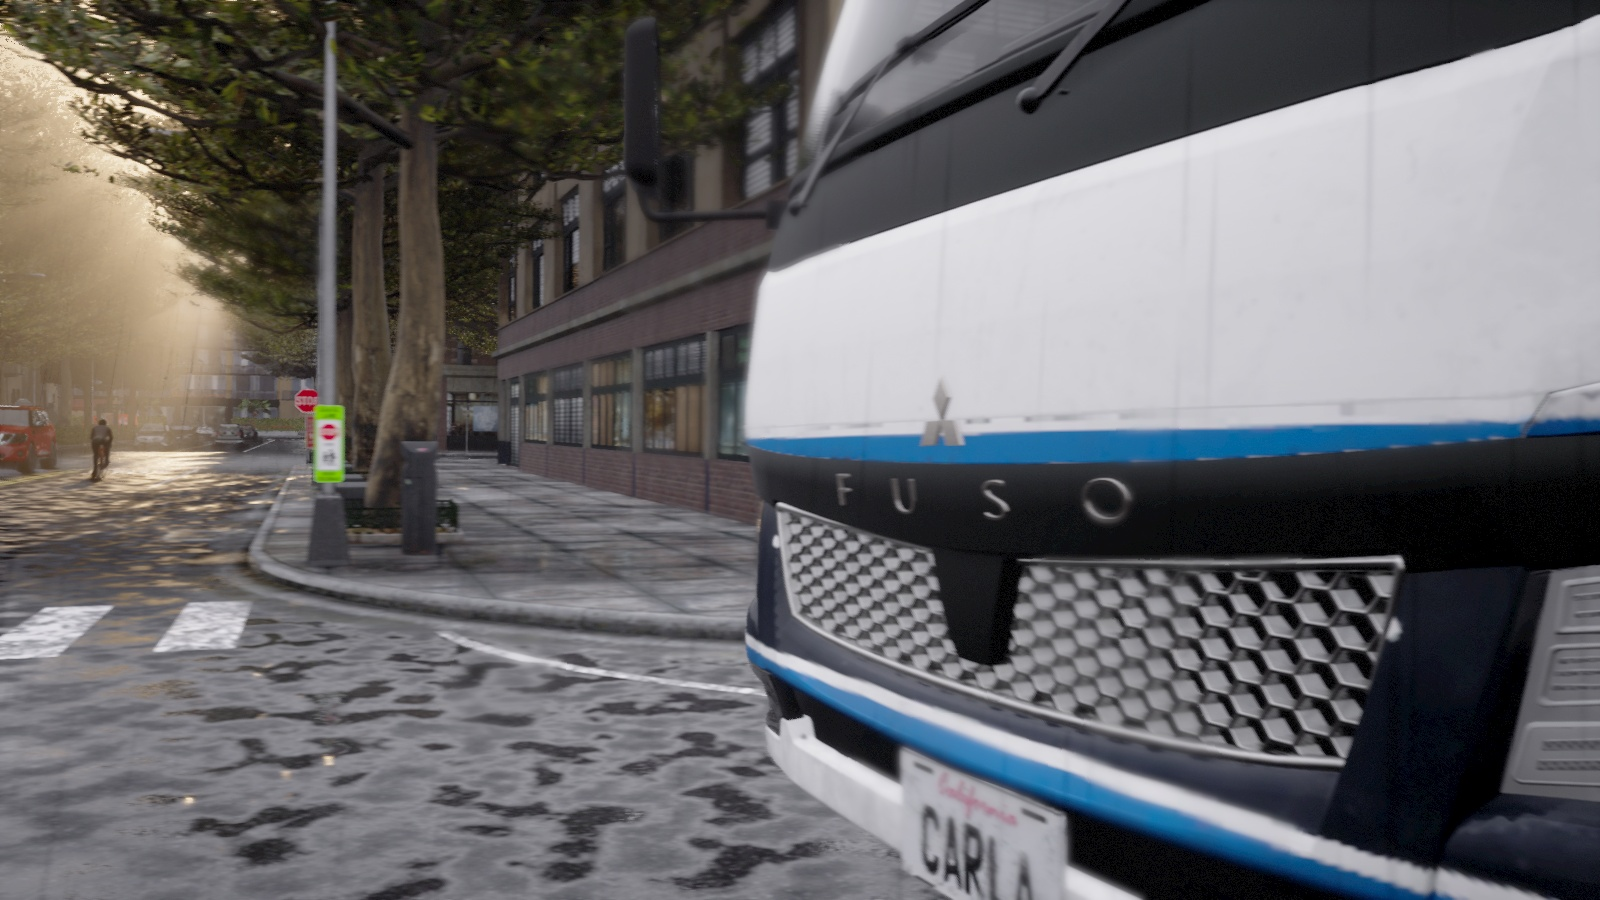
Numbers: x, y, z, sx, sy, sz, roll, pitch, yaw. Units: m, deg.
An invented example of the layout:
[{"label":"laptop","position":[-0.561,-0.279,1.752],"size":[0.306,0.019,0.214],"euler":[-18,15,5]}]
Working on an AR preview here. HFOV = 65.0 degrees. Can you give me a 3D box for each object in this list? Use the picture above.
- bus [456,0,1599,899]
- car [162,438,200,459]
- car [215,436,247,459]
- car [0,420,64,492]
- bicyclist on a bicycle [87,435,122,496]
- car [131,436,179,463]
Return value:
[{"label":"bus","position":[4.372,-0.700,4.572],"size":[10.273,4.253,3.944],"euler":[-1,0,-26]},{"label":"car","position":[-43.751,-0.110,88.829],"size":[1.994,1.385,4.181],"euler":[-1,1,-21]},{"label":"car","position":[-38.722,-0.196,85.518],"size":[1.789,1.549,3.705],"euler":[-1,1,-21]},{"label":"car","position":[-24.333,0.153,38.527],"size":[2.150,2.045,5.566],"euler":[-1,1,-21]},{"label":"bicyclist on a bicycle","position":[-18.869,0.400,34.107],"size":[0.582,1.620,1.656],"euler":[-1,1,-21]},{"label":"car","position":[-38.186,-0.053,74.413],"size":[2.007,1.525,4.514],"euler":[-1,1,-21]}]
